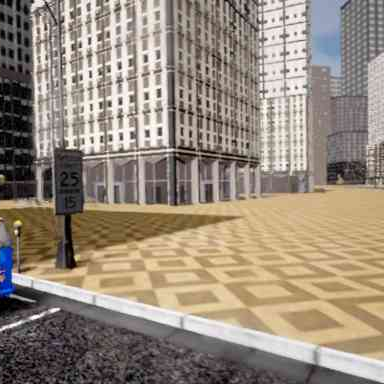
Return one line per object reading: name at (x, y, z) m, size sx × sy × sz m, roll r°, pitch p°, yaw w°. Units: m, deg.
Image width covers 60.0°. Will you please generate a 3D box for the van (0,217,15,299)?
van at (-5.162, 1.254, 6.390) m, size 3.998 × 1.788 × 1.690 m, roll 0°, pitch 1°, yaw 33°
